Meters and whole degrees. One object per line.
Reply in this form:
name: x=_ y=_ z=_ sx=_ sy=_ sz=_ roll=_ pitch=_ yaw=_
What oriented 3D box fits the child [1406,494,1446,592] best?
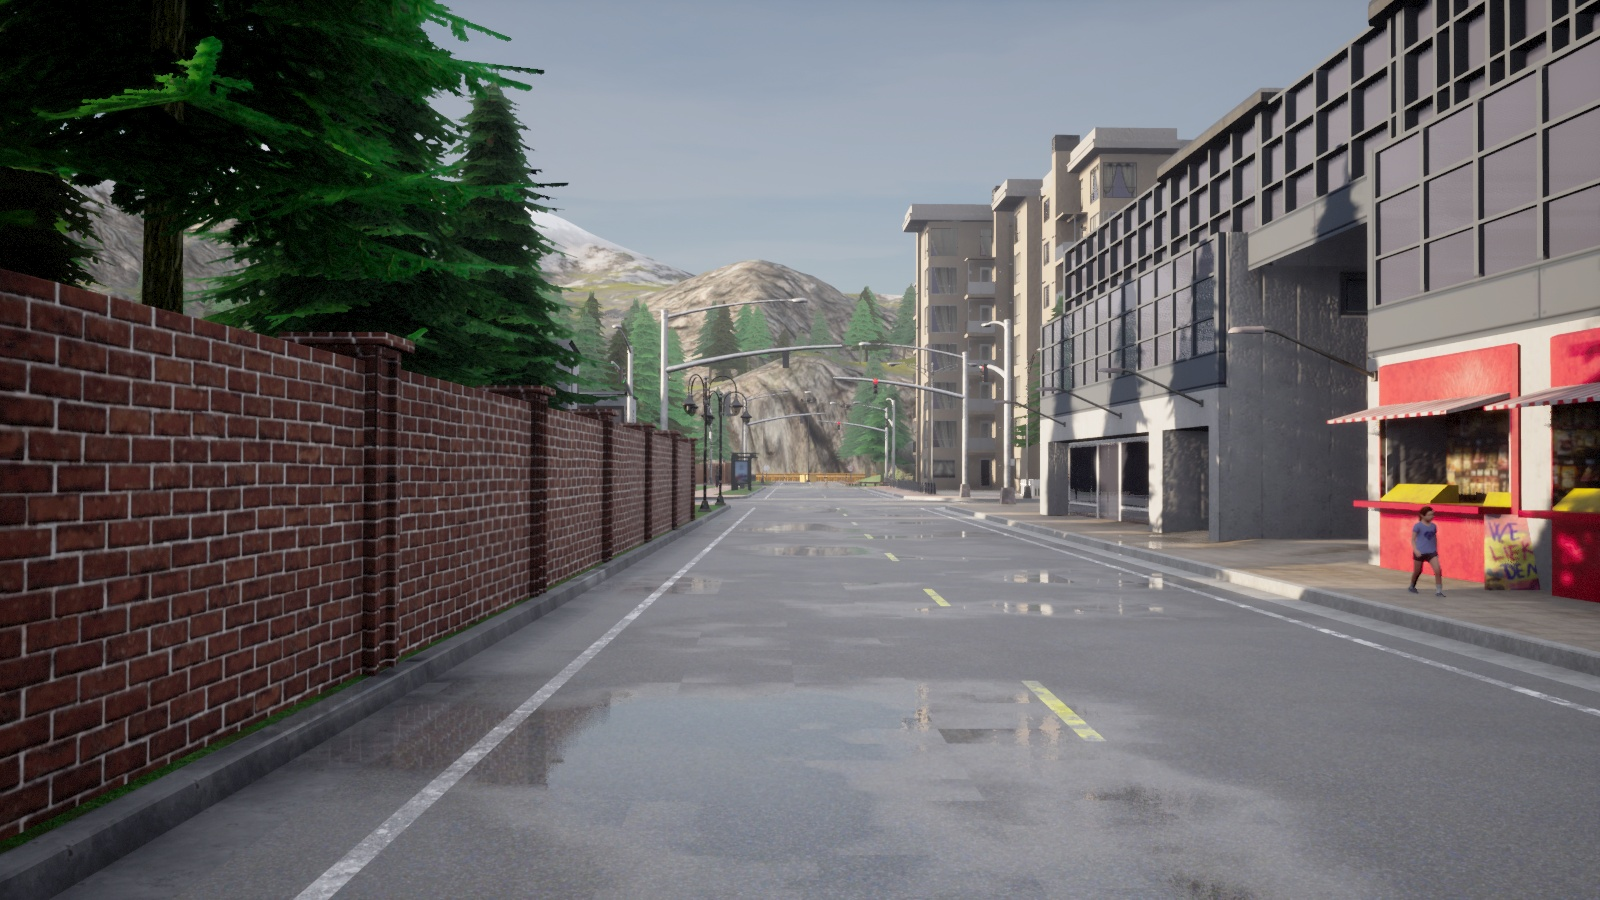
child: x=7.261 y=1.071 z=14.577 sx=0.255 sy=1.110 sz=0.394 roll=0 pitch=-1 yaw=-1
